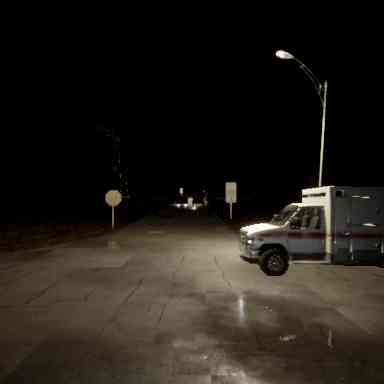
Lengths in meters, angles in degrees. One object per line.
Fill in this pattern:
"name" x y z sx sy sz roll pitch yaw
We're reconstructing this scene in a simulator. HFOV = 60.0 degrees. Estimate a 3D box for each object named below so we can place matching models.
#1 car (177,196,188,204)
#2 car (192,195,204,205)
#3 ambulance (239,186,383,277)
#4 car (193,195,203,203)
"car" -1.654 1.366 58.942 2.033 1.411 5.357 0 0 1
"car" 1.017 1.405 54.678 1.994 1.385 4.181 0 0 1
"ambulance" 4.610 1.114 9.718 6.366 2.431 2.351 0 -2 1
"car" 1.205 1.354 64.729 1.994 1.385 4.181 0 0 1
